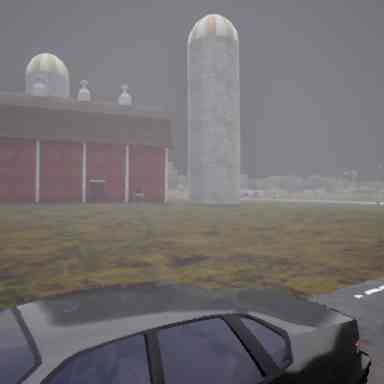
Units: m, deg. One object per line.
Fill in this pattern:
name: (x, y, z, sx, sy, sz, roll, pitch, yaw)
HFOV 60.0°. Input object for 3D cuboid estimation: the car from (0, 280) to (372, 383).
car: (-0.733, 1.548, 2.549, 5.357, 1.411, 2.033, 0, 0, -35)
